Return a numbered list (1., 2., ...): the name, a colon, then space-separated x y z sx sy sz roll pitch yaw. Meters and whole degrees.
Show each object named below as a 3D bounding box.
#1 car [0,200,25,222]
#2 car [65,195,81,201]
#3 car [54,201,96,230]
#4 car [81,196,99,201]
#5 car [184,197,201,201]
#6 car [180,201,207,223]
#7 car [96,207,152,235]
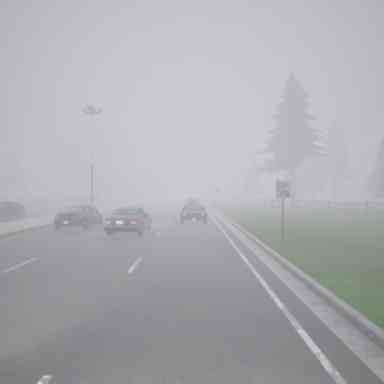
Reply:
1. car: -15.080 1.432 26.208 1.882 1.535 5.008 0 0 0
2. car: -22.520 1.237 63.752 2.033 1.411 5.357 0 0 -1
3. car: -6.883 1.491 20.451 1.812 1.442 4.674 0 0 0
4. car: -19.021 1.135 63.841 2.128 1.511 4.902 0 0 -1
5. car: 0.072 1.438 41.266 1.837 1.490 4.892 0 0 -1
6. car: 0.119 1.560 24.728 1.895 1.301 4.718 0 0 0
7. car: -3.386 1.516 18.375 2.033 1.411 5.357 0 0 0
